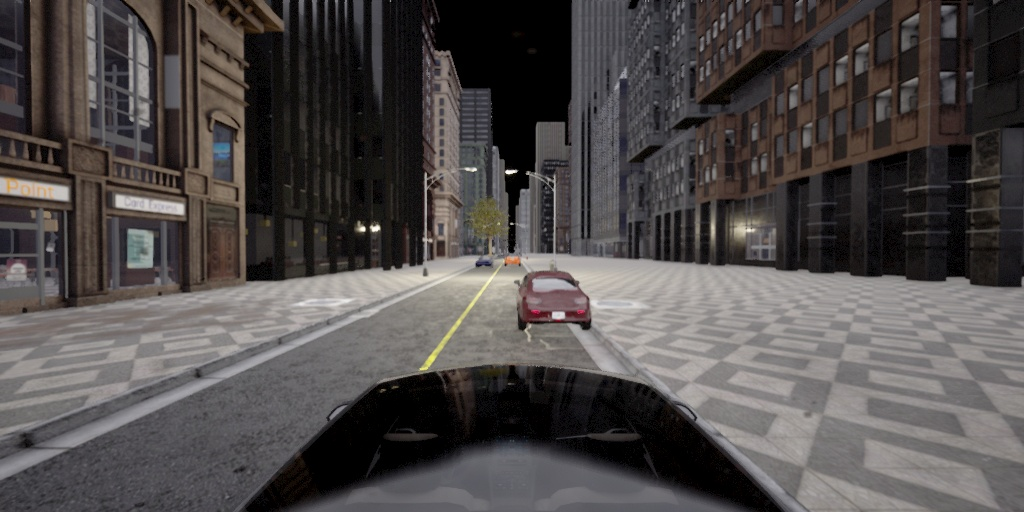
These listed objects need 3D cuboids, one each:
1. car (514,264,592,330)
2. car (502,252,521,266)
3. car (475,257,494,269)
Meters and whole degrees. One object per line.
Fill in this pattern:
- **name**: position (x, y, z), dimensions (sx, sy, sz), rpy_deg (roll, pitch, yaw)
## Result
- **car**: position (1.053, 1.135, 10.391), dimensions (1.812, 1.442, 4.674), rpy_deg (0, 1, 0)
- **car**: position (0.111, 0.370, 47.940), dimensions (2.097, 1.767, 4.553), rpy_deg (0, 1, 1)
- **car**: position (-3.084, 0.727, 40.820), dimensions (1.895, 1.301, 4.718), rpy_deg (0, 1, 0)
